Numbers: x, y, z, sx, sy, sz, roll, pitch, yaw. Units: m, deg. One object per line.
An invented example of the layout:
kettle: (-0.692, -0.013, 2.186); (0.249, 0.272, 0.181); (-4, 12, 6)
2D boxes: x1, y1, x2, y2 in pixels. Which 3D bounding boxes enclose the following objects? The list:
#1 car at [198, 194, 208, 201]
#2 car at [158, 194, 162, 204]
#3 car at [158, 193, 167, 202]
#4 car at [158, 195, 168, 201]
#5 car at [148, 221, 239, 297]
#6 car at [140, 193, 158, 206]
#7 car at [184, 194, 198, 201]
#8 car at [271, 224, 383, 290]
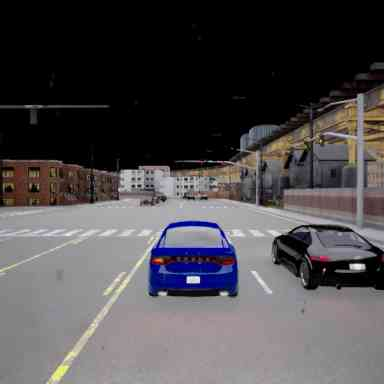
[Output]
car: (3.204, 1.471, 87.658); (1.882, 1.535, 5.008); (0, 0, -3)
car: (-7.246, 1.526, 63.406); (1.812, 1.442, 4.674); (0, 0, 0)
car: (-7.225, 1.225, 73.640); (2.150, 2.045, 5.566); (0, 0, 0)
car: (-7.258, 1.539, 84.147); (2.033, 1.411, 5.357); (0, 0, 0)
car: (0.035, 1.478, 8.638); (1.882, 1.535, 5.008); (0, 0, 0)
car: (-7.251, 1.352, 54.607); (2.097, 1.767, 4.553); (0, 0, 0)
car: (-0.282, 1.345, 86.759); (2.097, 1.767, 4.553); (0, 0, -3)
car: (3.538, 1.564, 9.104); (1.994, 1.385, 4.181); (0, 0, 0)
